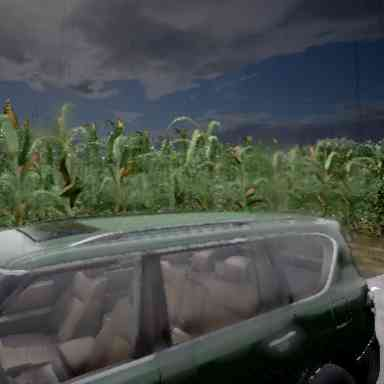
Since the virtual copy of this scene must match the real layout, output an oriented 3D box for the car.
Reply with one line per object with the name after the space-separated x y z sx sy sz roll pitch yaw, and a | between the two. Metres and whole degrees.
-0.819 1.230 2.480 5.566 2.045 2.150 0 0 -35 | car
